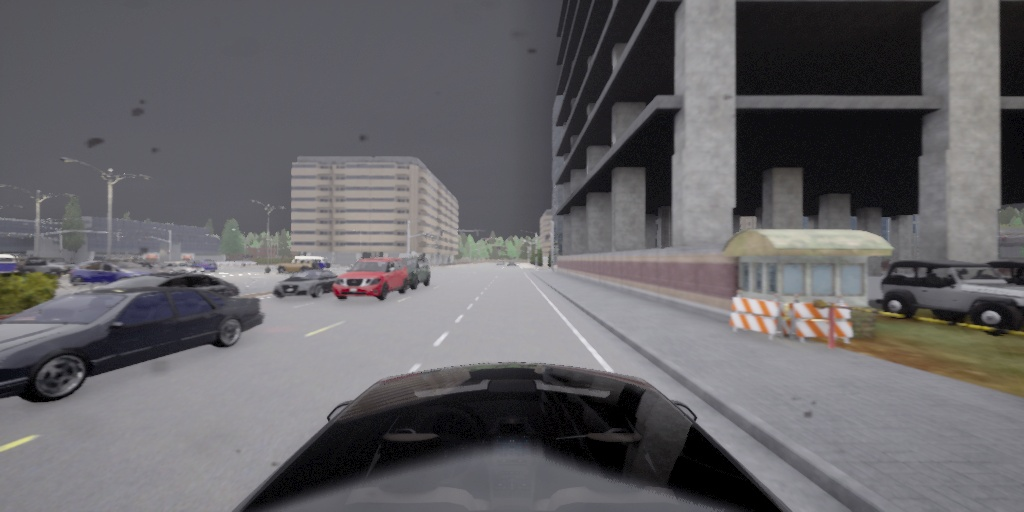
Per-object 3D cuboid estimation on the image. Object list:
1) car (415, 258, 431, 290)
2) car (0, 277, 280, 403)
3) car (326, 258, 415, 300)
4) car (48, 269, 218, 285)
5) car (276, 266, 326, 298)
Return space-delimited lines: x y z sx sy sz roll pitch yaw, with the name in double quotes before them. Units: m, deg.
"car" -7.041 1.136 24.318 2.150 2.045 5.566 0 0 1
"car" -7.099 1.302 6.606 2.033 1.411 5.357 0 0 0
"car" -6.996 1.133 18.525 2.150 2.045 5.566 0 0 0
"car" -10.593 1.280 10.763 1.837 1.490 4.892 0 -1 0
"car" -10.493 1.425 18.938 1.994 1.385 4.181 0 -1 0
